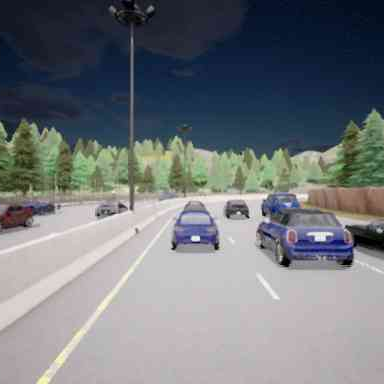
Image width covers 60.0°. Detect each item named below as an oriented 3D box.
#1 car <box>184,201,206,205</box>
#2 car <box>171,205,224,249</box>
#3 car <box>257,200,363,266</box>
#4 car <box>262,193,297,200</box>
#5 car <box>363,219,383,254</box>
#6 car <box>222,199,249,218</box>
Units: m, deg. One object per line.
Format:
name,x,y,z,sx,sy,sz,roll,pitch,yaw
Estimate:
car,0.261,1.455,29.169,1.994,1.385,4.181,0,0,1
car,0.134,1.473,14.069,1.812,1.442,4.674,0,0,0
car,3.635,1.317,11.512,2.097,1.767,4.553,0,0,0
car,7.221,1.136,27.604,2.150,2.045,5.566,0,0,1
car,7.137,1.574,11.646,1.895,1.301,4.718,0,0,0
car,3.743,1.406,28.619,1.837,1.490,4.892,0,0,1
